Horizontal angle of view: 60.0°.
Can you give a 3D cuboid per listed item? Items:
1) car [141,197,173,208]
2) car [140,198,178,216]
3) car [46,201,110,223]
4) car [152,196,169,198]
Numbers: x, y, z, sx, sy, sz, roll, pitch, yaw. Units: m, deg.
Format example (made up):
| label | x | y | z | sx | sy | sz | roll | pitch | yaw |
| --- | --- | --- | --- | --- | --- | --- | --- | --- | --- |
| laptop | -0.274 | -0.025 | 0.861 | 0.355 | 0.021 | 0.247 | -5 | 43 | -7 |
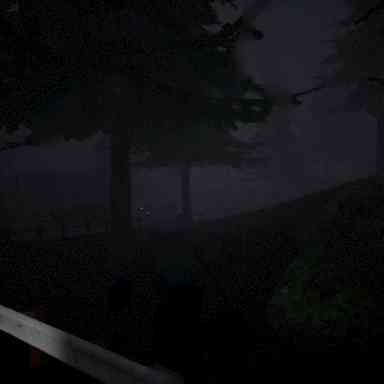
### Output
| label | x | y | z | sx | sy | sz | roll | pitch | yaw |
| --- | --- | --- | --- | --- | --- | --- | --- | --- | --- |
| car | -5.152 | 1.480 | 49.000 | 4.674 | 1.442 | 1.812 | 0 | 0 | 38 |
| car | -3.091 | 1.557 | 31.939 | 1.895 | 1.301 | 4.718 | 0 | 0 | 23 |
| car | -8.074 | 1.462 | 24.117 | 1.837 | 1.490 | 4.892 | 0 | 0 | 35 |
| car | -3.685 | 1.306 | 42.220 | 2.097 | 1.767 | 4.553 | 0 | 0 | -39 |
